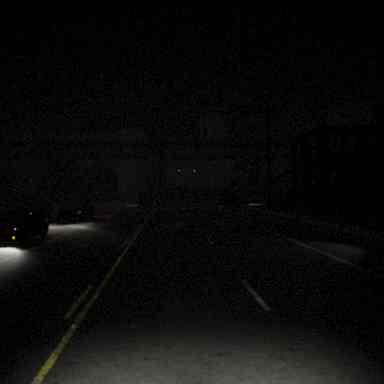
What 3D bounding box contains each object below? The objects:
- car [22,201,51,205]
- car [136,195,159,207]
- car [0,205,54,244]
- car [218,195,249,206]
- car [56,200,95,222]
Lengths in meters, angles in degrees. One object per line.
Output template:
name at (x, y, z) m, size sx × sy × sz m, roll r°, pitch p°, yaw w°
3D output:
car at (-12.498, 1.475, 26.379) m, size 1.837 × 1.490 × 4.892 m, roll -1°, pitch 0°, yaw -4°
car at (-6.195, 1.236, 46.414) m, size 1.837 × 1.490 × 4.892 m, roll -1°, pitch 1°, yaw -31°
car at (-8.211, 1.558, 15.516) m, size 1.994 × 1.385 × 4.181 m, roll -1°, pitch 0°, yaw -6°
car at (5.683, 1.100, 45.294) m, size 4.674 × 1.442 × 1.812 m, roll -1°, pitch 0°, yaw -34°
car at (-8.955, 1.403, 25.890) m, size 1.882 × 1.535 × 5.008 m, roll -1°, pitch 0°, yaw -4°
